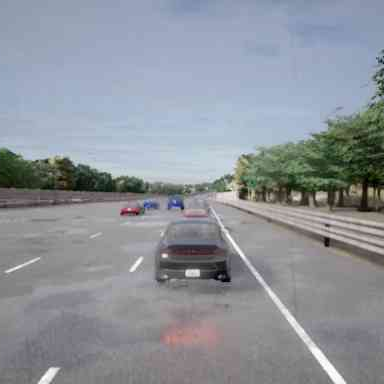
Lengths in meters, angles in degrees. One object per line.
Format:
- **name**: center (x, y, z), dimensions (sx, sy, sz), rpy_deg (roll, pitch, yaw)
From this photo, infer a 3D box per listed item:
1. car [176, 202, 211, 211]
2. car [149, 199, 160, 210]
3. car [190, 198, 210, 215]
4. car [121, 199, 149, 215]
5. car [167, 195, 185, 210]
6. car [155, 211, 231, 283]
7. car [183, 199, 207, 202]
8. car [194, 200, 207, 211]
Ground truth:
- **car**: center (0.233, 1.563, 19.721), dimensions (1.812, 1.442, 4.674), rpy_deg (0, 0, 2)
- **car**: center (-5.741, 1.752, 47.543), dimensions (1.882, 1.535, 5.008), rpy_deg (0, -1, 2)
- **car**: center (0.913, 1.524, 36.952), dimensions (2.097, 1.767, 4.553), rpy_deg (0, -1, 2)
- **car**: center (-6.157, 1.713, 35.137), dimensions (1.994, 1.385, 4.181), rpy_deg (0, 0, 2)
- **car**: center (-2.255, 1.496, 46.636), dimensions (2.150, 2.045, 5.566), rpy_deg (0, -1, 1)
- **car**: center (0.040, 1.513, 9.635), dimensions (1.837, 1.490, 4.892), rpy_deg (0, 0, 1)
- **car**: center (0.468, 1.584, 27.202), dimensions (1.837, 1.490, 4.892), rpy_deg (0, -1, 2)
- **car**: center (1.241, 1.815, 46.954), dimensions (1.812, 1.442, 4.674), rpy_deg (0, -1, 2)
